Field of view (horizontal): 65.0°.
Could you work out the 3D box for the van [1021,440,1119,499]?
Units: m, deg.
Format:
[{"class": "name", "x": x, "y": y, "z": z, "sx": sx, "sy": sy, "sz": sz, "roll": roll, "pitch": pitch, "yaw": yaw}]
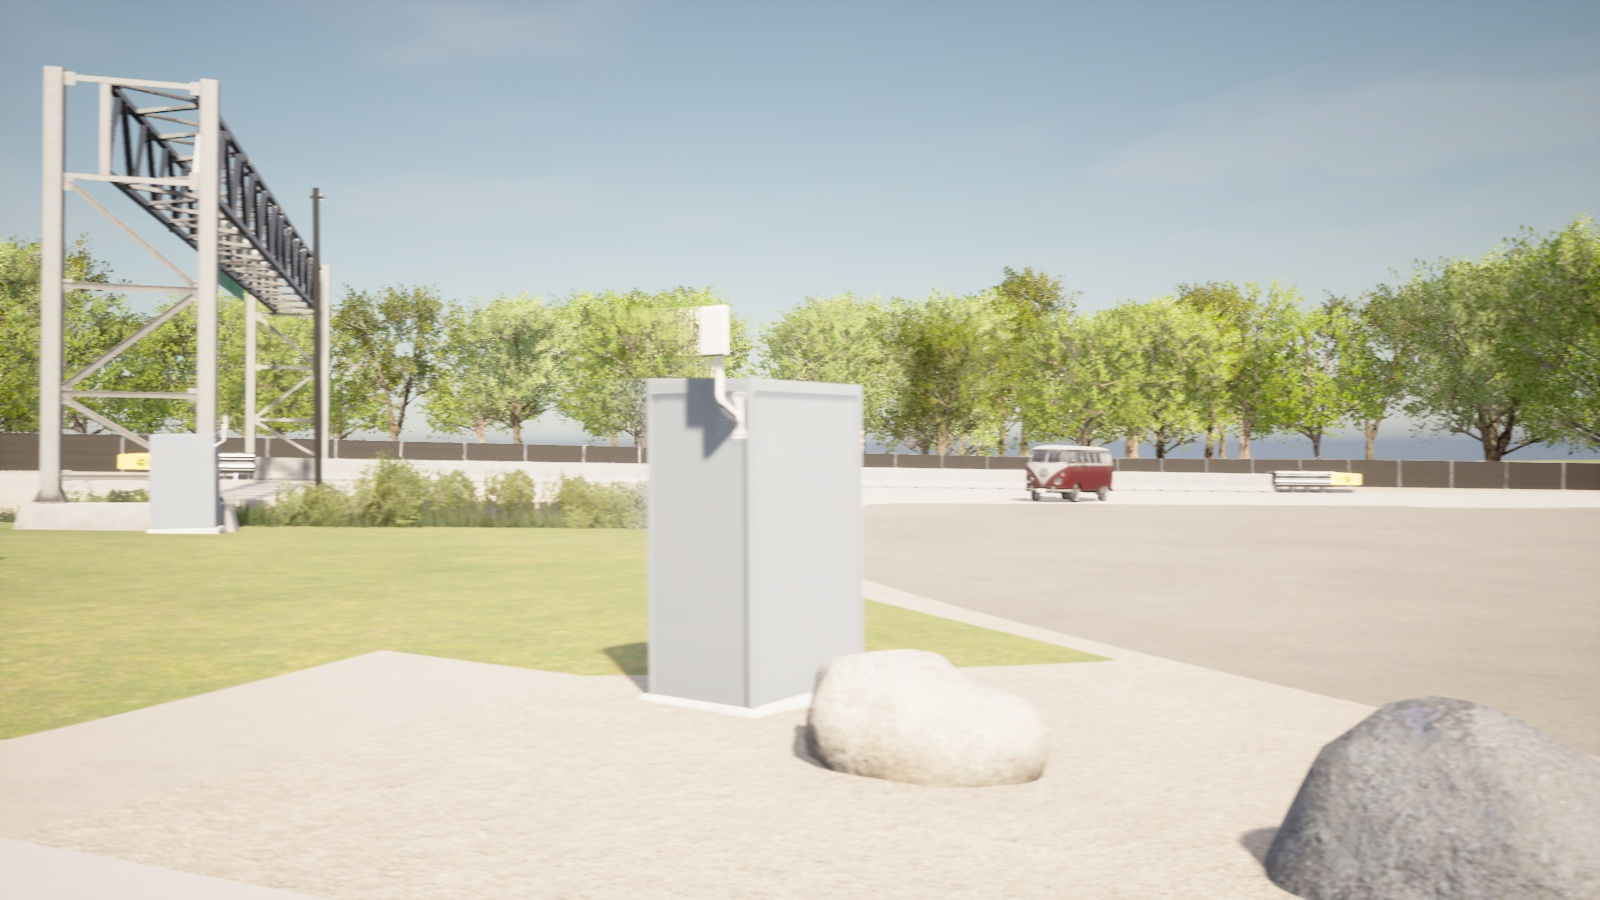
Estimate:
[{"class": "van", "x": 9.620, "y": 0.653, "z": 44.559, "sx": 1.775, "sy": 1.987, "sz": 4.442, "roll": 0, "pitch": 0, "yaw": 35}]
